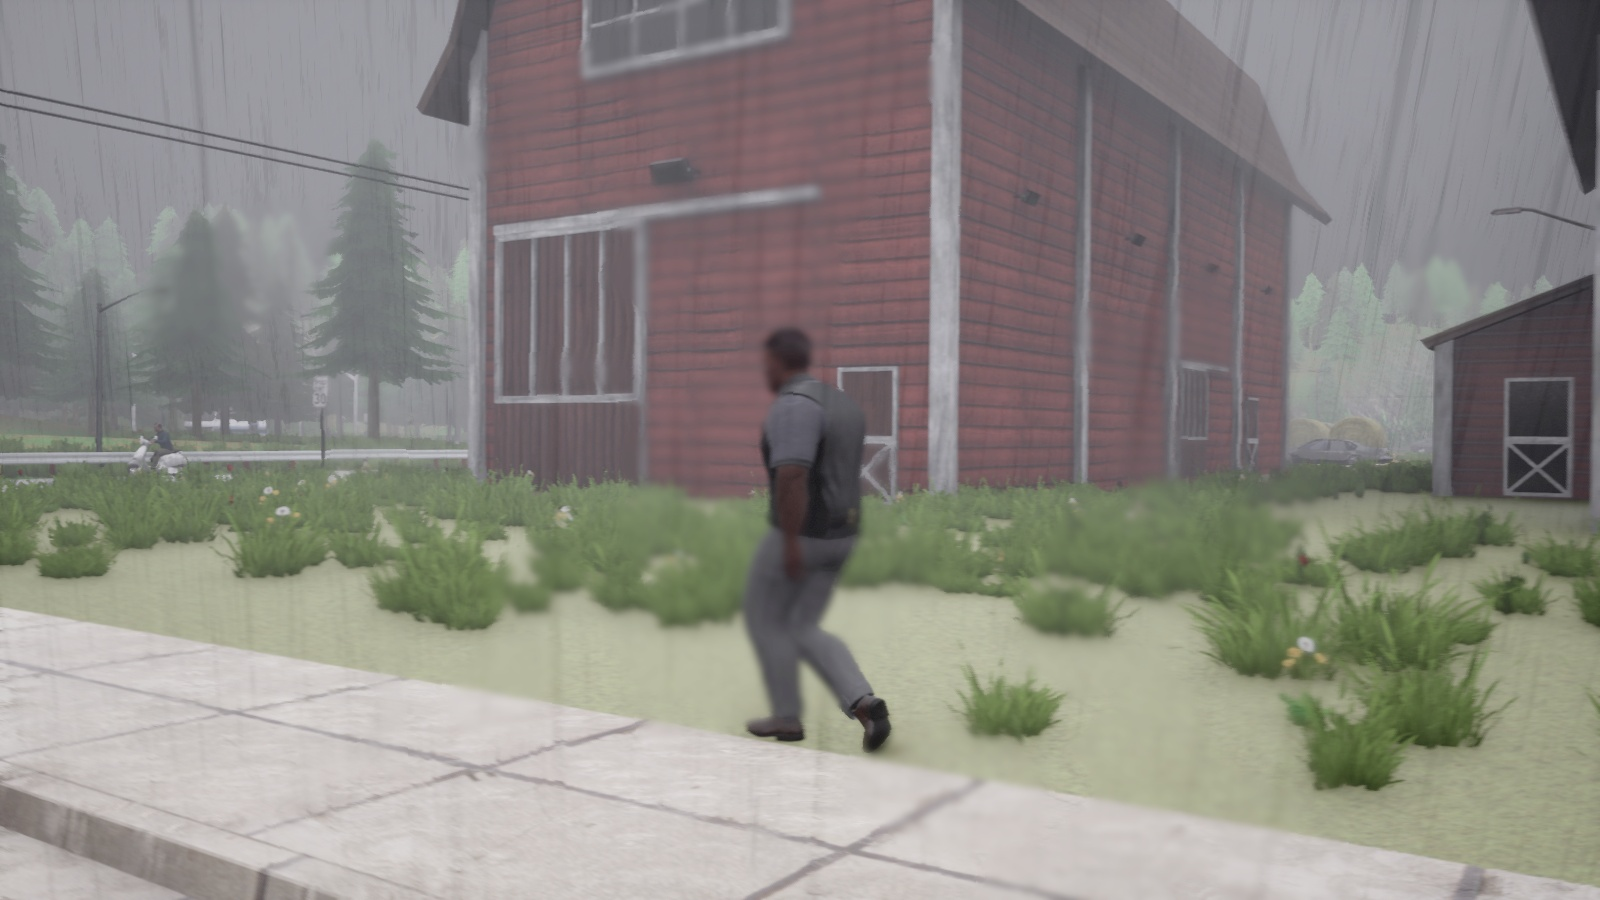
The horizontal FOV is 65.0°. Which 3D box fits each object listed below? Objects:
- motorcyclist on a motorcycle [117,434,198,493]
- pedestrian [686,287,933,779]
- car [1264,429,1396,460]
[{"bbox_3d":[-18.211,0.364,35.626,0.866,1.590,1.817,0,1,35],"label":"motorcyclist on a motorcycle"},{"bbox_3d":[0.039,0.314,5.269,0.849,1.883,0.563,0,1,34],"label":"pedestrian"},{"bbox_3d":[24.667,-0.274,58.536,5.357,1.411,2.033,0,1,34],"label":"car"}]
